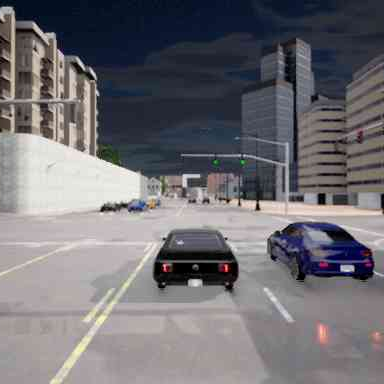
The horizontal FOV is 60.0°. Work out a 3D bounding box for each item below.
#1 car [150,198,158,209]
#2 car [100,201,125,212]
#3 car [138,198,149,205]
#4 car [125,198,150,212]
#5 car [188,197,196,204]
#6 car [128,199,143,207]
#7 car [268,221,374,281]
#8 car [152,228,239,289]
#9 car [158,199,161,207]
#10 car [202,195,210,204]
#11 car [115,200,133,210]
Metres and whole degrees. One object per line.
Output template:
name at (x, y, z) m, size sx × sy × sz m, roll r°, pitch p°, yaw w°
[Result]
car at (-7.065, 1.898, 53.161) m, size 1.882 × 1.535 × 5.008 m, roll 0°, pitch 0°, yaw 0°
car at (-10.576, 1.907, 43.417) m, size 1.994 × 1.385 × 4.181 m, roll 0°, pitch 0°, yaw 0°
car at (-10.474, 2.095, 72.485) m, size 1.812 × 1.442 × 4.674 m, roll 0°, pitch 0°, yaw 0°
car at (-7.076, 1.823, 43.703) m, size 1.882 × 1.535 × 5.008 m, roll 0°, pitch 0°, yaw 0°
car at (0.031, 2.019, 83.946) m, size 2.097 × 1.767 × 4.553 m, roll 0°, pitch 0°, yaw 0°
car at (-10.532, 1.998, 62.328) m, size 1.837 × 1.490 × 4.892 m, roll 0°, pitch 0°, yaw 1°
car at (3.588, 1.605, 9.975) m, size 1.812 × 1.442 × 4.674 m, roll 0°, pitch 0°, yaw 0°
car at (0.087, 1.676, 9.358) m, size 1.895 × 1.301 × 4.718 m, roll 0°, pitch 0°, yaw 0°
car at (-7.021, 1.994, 63.597) m, size 2.128 × 1.511 × 4.902 m, roll 0°, pitch 0°, yaw 1°
car at (3.531, 2.164, 83.872) m, size 1.837 × 1.490 × 4.892 m, roll 0°, pitch 0°, yaw 0°
car at (-10.572, 2.013, 52.176) m, size 1.895 × 1.301 × 4.718 m, roll 0°, pitch 0°, yaw 0°
